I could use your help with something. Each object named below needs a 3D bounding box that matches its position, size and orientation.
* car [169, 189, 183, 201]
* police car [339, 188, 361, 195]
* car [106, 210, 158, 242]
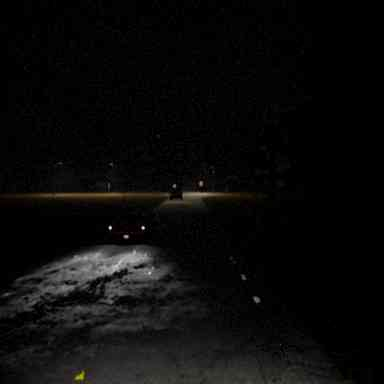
[{"bbox_3d":[-2.765,0.457,58.932,2.150,2.045,5.566,0,2,1],"label":"car"},{"bbox_3d":[39.032,-0.158,82.153,5.238,1.638,1.930,0,0,0],"label":"police car"},{"bbox_3d":[-2.843,1.627,16.650,1.895,1.301,4.718,0,0,0],"label":"car"}]
